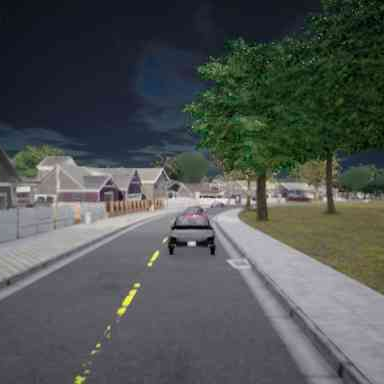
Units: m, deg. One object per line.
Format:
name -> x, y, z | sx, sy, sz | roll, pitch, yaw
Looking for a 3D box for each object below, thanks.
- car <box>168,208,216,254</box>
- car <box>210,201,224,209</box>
car -> 0.005, 1.658, 14.293 | 2.128, 1.511, 4.902 | 0, -1, 0
car -> 5.023, 2.470, 65.361 | 1.812, 1.442, 4.674 | 0, -1, 20
